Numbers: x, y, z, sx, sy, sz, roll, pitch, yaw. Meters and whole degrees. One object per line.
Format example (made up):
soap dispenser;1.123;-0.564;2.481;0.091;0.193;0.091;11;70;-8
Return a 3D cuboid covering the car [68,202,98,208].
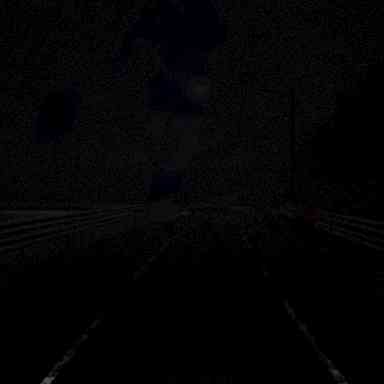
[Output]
car;-19.228;2.562;58.754;4.902;1.511;2.128;2;-3;-21

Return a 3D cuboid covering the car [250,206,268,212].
car;16.285;4.100;80.511;4.718;1.301;1.895;3;-5;-42
